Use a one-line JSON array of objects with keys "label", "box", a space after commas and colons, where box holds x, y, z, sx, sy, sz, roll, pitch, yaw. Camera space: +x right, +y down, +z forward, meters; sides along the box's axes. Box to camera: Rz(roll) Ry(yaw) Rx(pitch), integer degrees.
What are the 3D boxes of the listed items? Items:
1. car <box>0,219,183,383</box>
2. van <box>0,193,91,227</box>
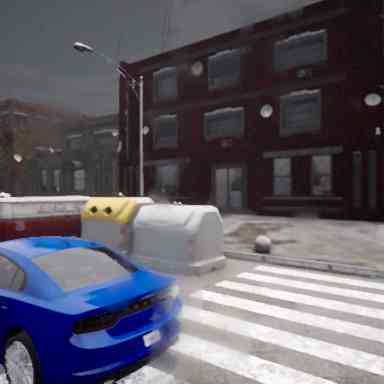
[{"label": "car", "box": [-2.452, 1.444, 5.123, 5.008, 1.535, 1.882, 1, 0, 35]}, {"label": "van", "box": [-5.553, 1.163, 13.048, 1.878, 1.987, 4.442, 1, 0, 35]}]
